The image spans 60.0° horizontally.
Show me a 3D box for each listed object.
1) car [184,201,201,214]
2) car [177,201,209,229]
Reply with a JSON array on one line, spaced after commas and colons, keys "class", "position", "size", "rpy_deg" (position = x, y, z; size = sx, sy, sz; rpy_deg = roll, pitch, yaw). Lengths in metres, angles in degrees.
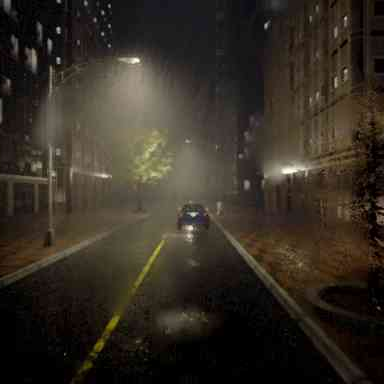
[{"class": "car", "position": [0.076, 1.867, 41.566], "size": [2.033, 1.411, 5.357], "rpy_deg": [0, 0, 0]}, {"class": "car", "position": [0.087, 1.528, 23.435], "size": [2.097, 1.767, 4.553], "rpy_deg": [0, -1, 0]}]
